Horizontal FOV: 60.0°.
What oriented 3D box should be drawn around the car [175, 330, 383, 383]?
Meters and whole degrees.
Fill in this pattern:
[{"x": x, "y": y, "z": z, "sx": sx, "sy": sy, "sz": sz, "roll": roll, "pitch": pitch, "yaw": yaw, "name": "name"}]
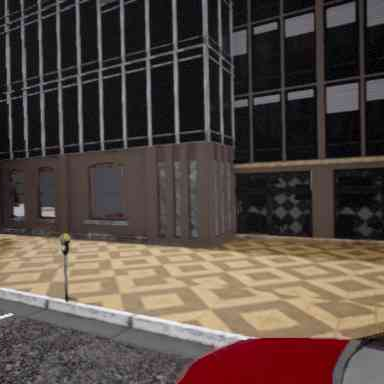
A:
[{"x": 1.790, "y": 1.512, "z": 1.898, "sx": 4.206, "sy": 1.307, "sz": 1.802, "roll": -1, "pitch": 1, "yaw": 28, "name": "car"}]
